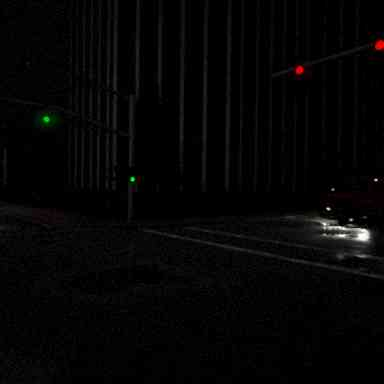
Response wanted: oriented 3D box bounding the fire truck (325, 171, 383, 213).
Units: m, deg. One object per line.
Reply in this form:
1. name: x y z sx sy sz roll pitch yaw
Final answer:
1. fire truck: 15.001 0.249 28.764 8.468 3.827 2.891 0 1 -39

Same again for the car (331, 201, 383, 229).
1. car: 11.092 1.490 21.222 4.181 1.385 1.994 0 1 -39
